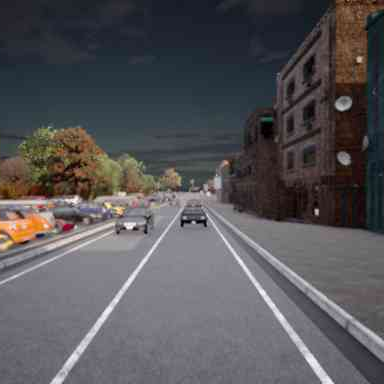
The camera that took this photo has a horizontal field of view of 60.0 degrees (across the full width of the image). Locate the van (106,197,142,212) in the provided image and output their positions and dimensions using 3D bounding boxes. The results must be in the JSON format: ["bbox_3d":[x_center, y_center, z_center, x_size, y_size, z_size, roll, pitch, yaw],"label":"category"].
[{"bbox_3d":[-9.168,1.638,45.004,4.442,1.987,1.878,0,0,0],"label":"van"}]

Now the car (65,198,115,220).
[{"bbox_3d":[-9.345,1.626,28.428,4.553,1.767,2.185,0,0,0],"label":"car"}]

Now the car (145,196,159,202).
[{"bbox_3d":[-9.020,1.954,59.042,5.366,1.575,1.946,0,0,0],"label":"car"}]

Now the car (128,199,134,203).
[{"bbox_3d":[-9.323,1.810,36.777,4.892,1.521,2.231,0,0,0],"label":"car"}]

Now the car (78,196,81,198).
[{"bbox_3d":[-22.314,1.706,59.120,5.566,2.045,2.435,0,0,0],"label":"car"}]

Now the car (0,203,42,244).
[{"bbox_3d":[-9.422,1.519,14.512,4.553,1.767,2.185,0,0,0],"label":"car"}]

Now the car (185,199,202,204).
[{"bbox_3d":[0.158,1.668,41.663,2.097,1.767,4.553,0,0,0],"label":"car"}]

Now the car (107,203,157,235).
[{"bbox_3d":[-3.333,1.663,20.218,2.128,1.511,4.902,0,0,0],"label":"car"}]

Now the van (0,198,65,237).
[{"bbox_3d":[-9.321,1.441,17.233,4.442,1.987,1.878,0,0,0],"label":"van"}]

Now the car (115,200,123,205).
[{"bbox_3d":[-9.367,1.772,31.212,4.892,1.521,2.231,0,0,0],"label":"car"}]

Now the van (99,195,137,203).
[{"bbox_3d":[-9.197,1.602,39.562,4.442,1.987,1.878,0,0,0],"label":"van"}]

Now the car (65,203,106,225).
[{"bbox_3d":[-9.394,1.771,25.644,4.674,1.452,2.002,0,0,0],"label":"car"}]

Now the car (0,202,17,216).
[{"bbox_3d":[-22.380,1.839,36.838,4.792,1.488,2.163,0,0,0],"label":"car"}]

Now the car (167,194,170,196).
[{"bbox_3d":[-9.208,1.999,90.672,4.674,1.452,2.002,0,0,0],"label":"car"}]

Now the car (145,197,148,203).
[{"bbox_3d":[-9.261,1.884,47.910,4.892,1.521,2.231,0,0,0],"label":"car"}]

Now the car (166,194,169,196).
[{"bbox_3d":[-9.231,1.986,87.847,4.674,1.452,2.002,0,0,0],"label":"car"}]

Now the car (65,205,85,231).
[{"bbox_3d":[-9.393,1.719,20.078,4.792,1.488,2.163,0,0,0],"label":"car"}]

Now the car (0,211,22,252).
[{"bbox_3d":[-9.284,1.619,11.727,5.366,1.575,1.946,0,0,0],"label":"car"}]

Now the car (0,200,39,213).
[{"bbox_3d":[-22.564,1.843,42.286,5.366,1.575,1.946,0,0,0],"label":"car"}]

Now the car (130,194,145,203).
[{"bbox_3d":[-9.270,1.595,42.346,5.566,2.045,2.435,0,0,0],"label":"car"}]

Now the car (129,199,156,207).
[{"bbox_3d":[-9.206,2.014,61.684,4.674,1.452,2.002,-1,0,1],"label":"car"}]

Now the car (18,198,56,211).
[{"bbox_3d":[-22.316,1.758,47.979,4.553,1.767,2.185,0,0,0],"label":"car"}]

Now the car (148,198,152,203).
[{"bbox_3d":[-9.239,1.960,53.476,4.674,1.452,2.002,0,0,0],"label":"car"}]

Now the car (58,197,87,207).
[{"bbox_3d":[-22.239,1.850,61.904,4.553,1.767,2.185,0,0,0],"label":"car"}]

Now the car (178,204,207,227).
[{"bbox_3d":[0.124,1.806,24.868,1.895,1.301,4.718,0,0,0],"label":"car"}]

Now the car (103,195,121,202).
[{"bbox_3d":[-21.753,1.834,90.741,4.553,1.767,2.185,0,0,0],"label":"car"}]

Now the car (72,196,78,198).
[{"bbox_3d":[-22.333,1.812,56.209,4.553,1.767,2.185,0,0,0],"label":"car"}]

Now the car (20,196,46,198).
[{"bbox_3d":[-22.392,1.613,45.071,5.566,2.045,2.435,0,0,0],"label":"car"}]

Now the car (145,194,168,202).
[{"bbox_3d":[-9.281,1.962,85.020,4.792,1.488,2.163,0,0,0],"label":"car"}]

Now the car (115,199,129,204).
[{"bbox_3d":[-9.531,1.787,33.996,5.366,1.575,1.946,0,0,0],"label":"car"}]

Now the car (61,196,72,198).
[{"bbox_3d":[-22.348,1.794,53.425,4.553,1.767,2.185,0,0,0],"label":"car"}]

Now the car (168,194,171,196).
[{"bbox_3d":[-9.367,1.969,93.499,5.366,1.575,1.946,0,0,0],"label":"car"}]

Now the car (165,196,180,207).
[{"bbox_3d":[-3.185,1.927,61.547,2.128,1.511,4.902,0,0,1],"label":"car"}]

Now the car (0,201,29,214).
[{"bbox_3d":[-22.399,1.828,39.625,5.008,1.535,2.097,0,0,0],"label":"car"}]

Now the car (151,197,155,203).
[{"bbox_3d":[-9.250,1.968,56.260,4.792,1.488,2.163,0,0,0],"label":"car"}]
